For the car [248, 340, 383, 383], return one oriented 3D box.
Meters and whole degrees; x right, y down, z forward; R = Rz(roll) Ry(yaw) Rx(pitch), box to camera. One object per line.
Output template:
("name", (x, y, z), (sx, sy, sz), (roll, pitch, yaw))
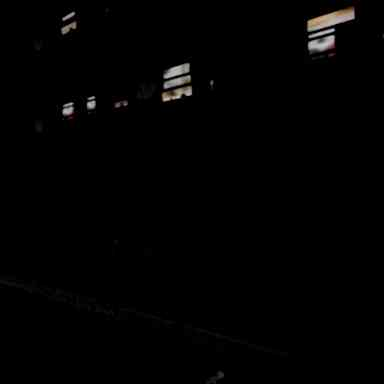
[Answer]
("car", (1.981, 1.431, 1.465), (4.097, 1.590, 1.967), (-1, -1, 36))
